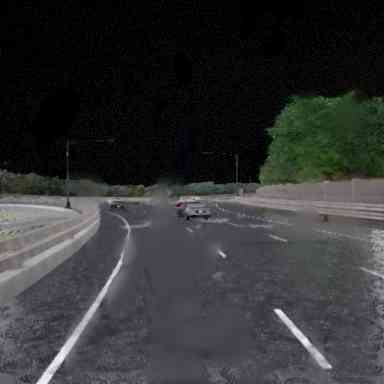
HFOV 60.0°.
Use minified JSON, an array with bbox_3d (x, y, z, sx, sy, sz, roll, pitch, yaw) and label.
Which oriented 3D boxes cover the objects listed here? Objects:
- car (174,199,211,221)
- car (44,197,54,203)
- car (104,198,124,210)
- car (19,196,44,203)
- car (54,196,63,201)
[{"bbox_3d":[-0.020,1.544,27.387,2.033,1.411,5.357,-1,0,-16],"label":"car"},{"bbox_3d":[-37.327,1.968,83.418,4.674,1.442,1.812,-1,0,36],"label":"car"},{"bbox_3d":[-10.577,1.629,45.184,1.837,1.490,4.892,0,0,-26],"label":"car"},{"bbox_3d":[-38.702,1.992,80.055,5.357,1.411,2.033,-1,0,36],"label":"car"},{"bbox_3d":[-35.284,1.912,86.250,4.892,1.490,1.837,-1,0,36],"label":"car"}]
